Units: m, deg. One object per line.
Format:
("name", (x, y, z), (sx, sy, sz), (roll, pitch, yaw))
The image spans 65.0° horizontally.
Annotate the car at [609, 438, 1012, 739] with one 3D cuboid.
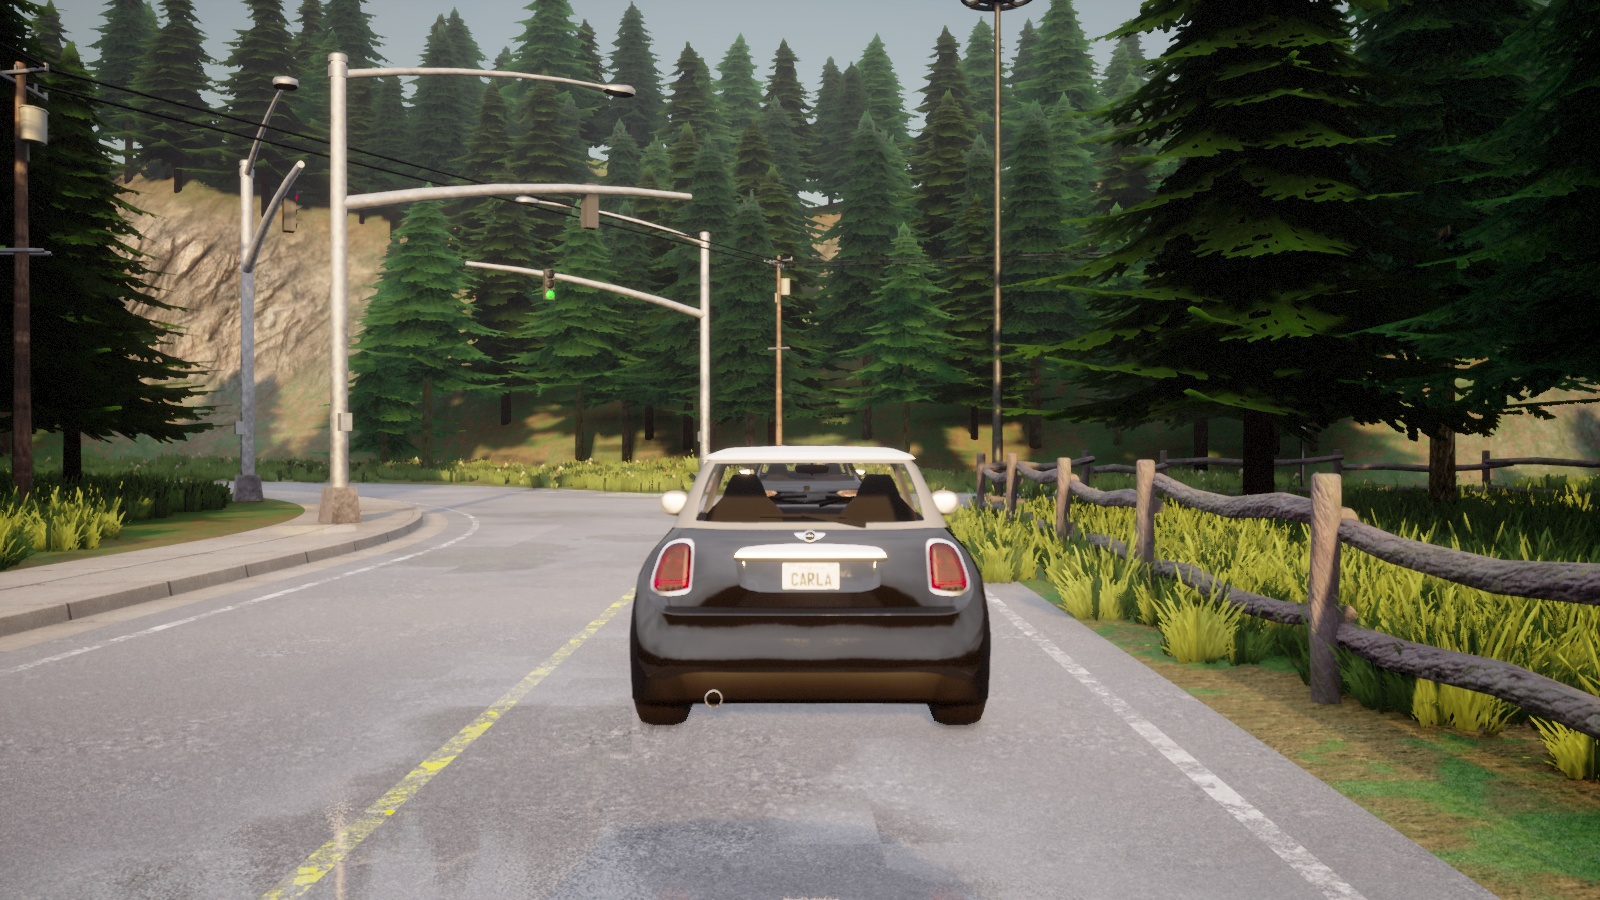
("car", (0.059, 0.666, 8.055), (1.970, 1.475, 3.806), (0, 0, 0))
